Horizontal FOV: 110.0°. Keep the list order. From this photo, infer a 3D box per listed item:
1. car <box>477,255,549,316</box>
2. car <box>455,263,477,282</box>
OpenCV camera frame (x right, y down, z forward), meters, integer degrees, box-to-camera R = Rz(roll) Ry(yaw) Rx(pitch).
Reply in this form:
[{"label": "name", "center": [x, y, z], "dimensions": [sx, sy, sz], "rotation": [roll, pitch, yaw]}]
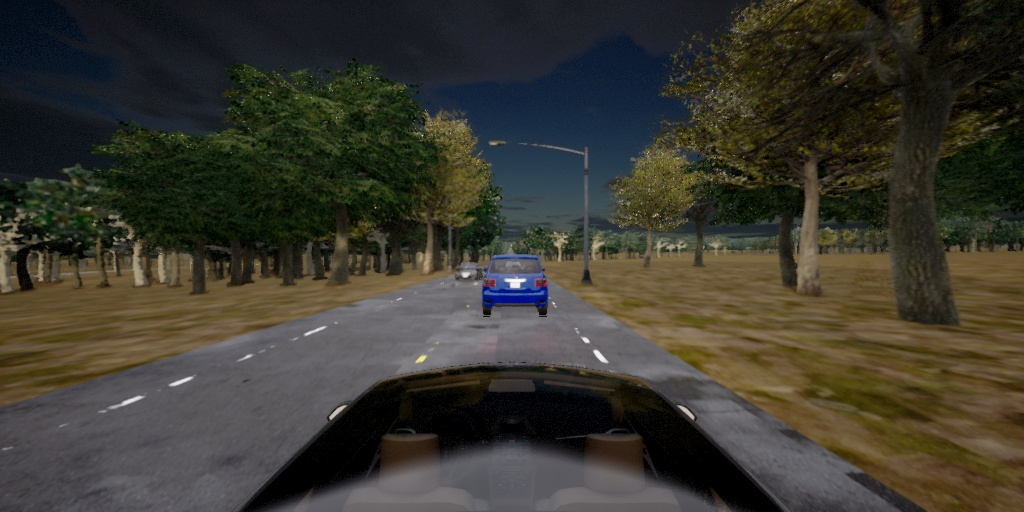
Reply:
[{"label": "car", "center": [0.097, 0.978, 13.433], "dimensions": [2.150, 2.045, 5.566], "rotation": [0, 0, 0]}, {"label": "car", "center": [-3.588, 1.313, 30.172], "dimensions": [2.128, 1.511, 4.902], "rotation": [0, 0, 0]}]
